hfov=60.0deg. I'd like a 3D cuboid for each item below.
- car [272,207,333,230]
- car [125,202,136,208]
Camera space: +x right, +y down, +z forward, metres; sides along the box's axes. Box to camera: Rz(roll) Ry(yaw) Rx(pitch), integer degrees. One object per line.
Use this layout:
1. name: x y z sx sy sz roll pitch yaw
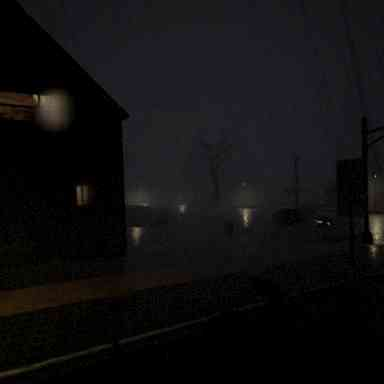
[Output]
1. car: 8.124 1.923 24.819 1.837 1.490 4.892 -3 1 -30
2. car: -10.928 2.406 57.799 1.994 1.385 4.181 -3 1 -30
